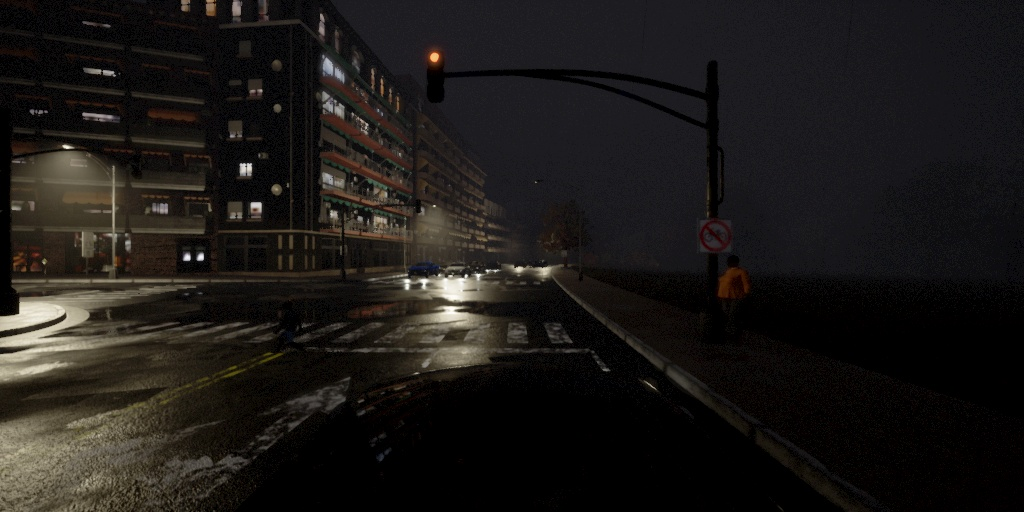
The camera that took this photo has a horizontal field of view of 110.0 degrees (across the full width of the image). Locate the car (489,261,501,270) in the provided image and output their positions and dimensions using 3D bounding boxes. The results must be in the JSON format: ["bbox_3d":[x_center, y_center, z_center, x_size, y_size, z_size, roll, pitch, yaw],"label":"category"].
[{"bbox_3d":[-2.941,1.457,56.929,1.994,1.385,4.181,0,0,8],"label":"car"}]

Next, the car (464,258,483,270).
[{"bbox_3d":[-6.130,1.246,57.574,2.097,1.767,4.553,0,0,8],"label":"car"}]

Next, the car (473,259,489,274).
[{"bbox_3d":[-4.437,1.346,43.996,1.837,1.490,4.892,0,0,6],"label":"car"}]

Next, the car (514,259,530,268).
[{"bbox_3d":[1.528,1.483,64.987,2.033,1.411,5.357,0,0,9],"label":"car"}]

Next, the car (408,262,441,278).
[{"bbox_3d":[-8.516,1.284,34.818,1.882,1.535,5.008,0,0,4],"label":"car"}]

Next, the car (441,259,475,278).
[{"bbox_3d":[-5.230,1.334,35.143,1.812,1.442,4.674,0,0,5],"label":"car"}]

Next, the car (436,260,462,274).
[{"bbox_3d":[-7.668,1.319,44.350,1.882,1.535,5.008,0,0,6],"label":"car"}]

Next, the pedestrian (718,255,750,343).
[{"bbox_3d":[4.759,0.893,7.710,0.375,1.860,0.375,0,0,1],"label":"pedestrian"}]

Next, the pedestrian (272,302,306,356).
[{"bbox_3d":[-4.482,1.045,7.233,0.375,1.860,0.375,0,0,1],"label":"pedestrian"}]
